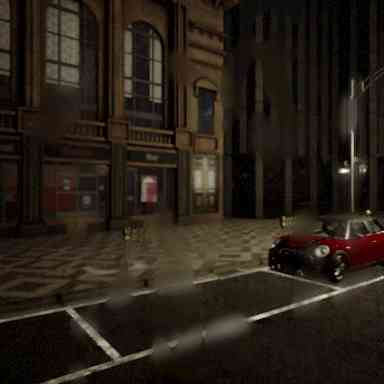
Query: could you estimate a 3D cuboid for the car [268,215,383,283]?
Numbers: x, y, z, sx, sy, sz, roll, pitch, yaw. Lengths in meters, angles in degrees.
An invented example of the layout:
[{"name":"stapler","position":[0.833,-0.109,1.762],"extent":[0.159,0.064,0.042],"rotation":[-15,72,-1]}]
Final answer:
[{"name":"car","position":[4.079,1.430,9.585],"extent":[4.097,1.590,1.967],"rotation":[0,0,-36]}]
